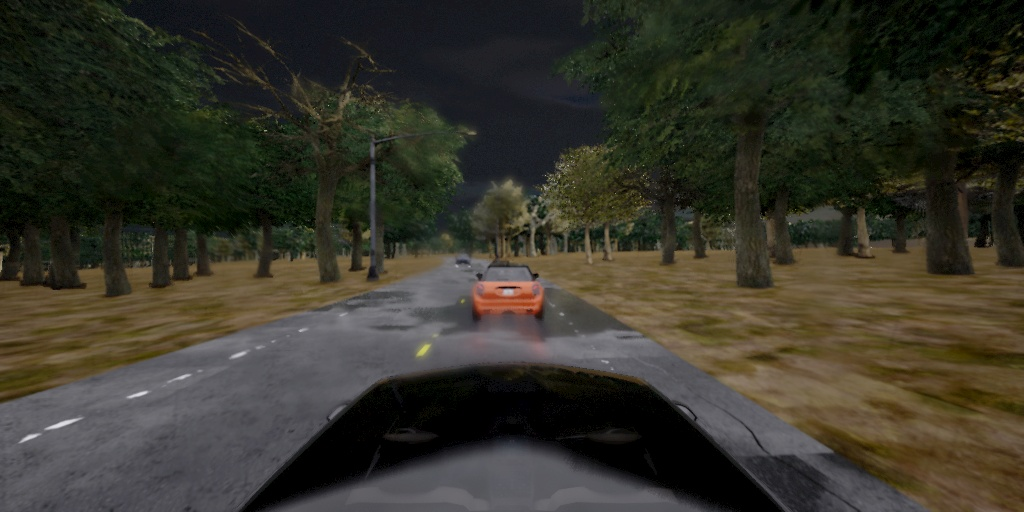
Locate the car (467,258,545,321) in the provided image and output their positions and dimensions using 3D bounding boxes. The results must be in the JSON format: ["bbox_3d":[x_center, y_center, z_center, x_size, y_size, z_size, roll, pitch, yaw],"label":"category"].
[{"bbox_3d":[-0.139,0.975,12.029,2.097,1.767,4.553,0,1,-1],"label":"car"}]

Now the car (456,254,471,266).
[{"bbox_3d":[-6.928,0.455,51.477,2.097,1.767,4.553,0,1,-7],"label":"car"}]

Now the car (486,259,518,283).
[{"bbox_3d":[-0.785,0.995,25.707,2.033,1.411,5.357,0,1,-3],"label":"car"}]
